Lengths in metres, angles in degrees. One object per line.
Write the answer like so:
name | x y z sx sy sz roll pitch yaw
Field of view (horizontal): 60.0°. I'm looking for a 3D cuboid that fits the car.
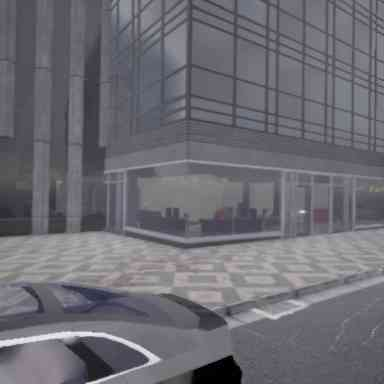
car | -1.848 1.488 2.057 4.902 1.511 2.128 1 -1 -35
